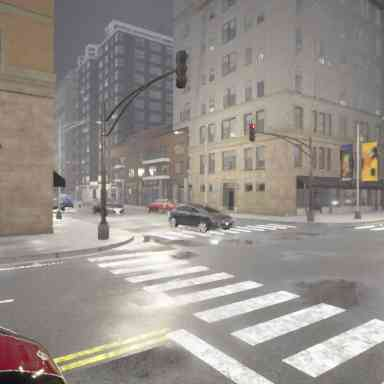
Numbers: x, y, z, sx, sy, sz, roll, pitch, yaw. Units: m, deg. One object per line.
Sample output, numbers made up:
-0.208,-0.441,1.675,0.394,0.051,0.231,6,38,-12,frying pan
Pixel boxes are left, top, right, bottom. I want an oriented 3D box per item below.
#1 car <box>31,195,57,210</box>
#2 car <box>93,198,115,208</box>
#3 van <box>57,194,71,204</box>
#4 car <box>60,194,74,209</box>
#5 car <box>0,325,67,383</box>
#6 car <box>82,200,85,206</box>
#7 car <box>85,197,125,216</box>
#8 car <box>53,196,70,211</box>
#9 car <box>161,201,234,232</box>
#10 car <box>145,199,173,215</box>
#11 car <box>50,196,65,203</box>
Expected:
-19.190,1.268,42.953,2.192,1.841,5.009,0,0,-35,car
-12.630,1.564,47.570,1.802,1.307,4.206,0,0,-35,car
-25.192,1.333,65.405,1.690,1.788,3.998,0,0,-35,van
-17.368,1.440,44.807,1.882,1.535,5.008,0,0,-35,car
-2.843,1.352,1.441,4.553,1.767,2.097,0,0,-36,car
-15.868,1.508,52.168,1.752,1.417,4.829,0,0,-35,car
-7.982,1.458,31.443,2.128,1.511,4.902,0,0,-35,car
-16.051,1.520,38.494,1.947,1.339,4.313,0,0,-35,car
0.399,1.489,20.031,1.837,1.490,4.892,0,0,-39,car
-3.207,1.428,34.196,1.967,1.590,4.097,0,0,-35,car
-28.333,1.561,69.863,1.947,1.339,4.313,0,0,-35,car
